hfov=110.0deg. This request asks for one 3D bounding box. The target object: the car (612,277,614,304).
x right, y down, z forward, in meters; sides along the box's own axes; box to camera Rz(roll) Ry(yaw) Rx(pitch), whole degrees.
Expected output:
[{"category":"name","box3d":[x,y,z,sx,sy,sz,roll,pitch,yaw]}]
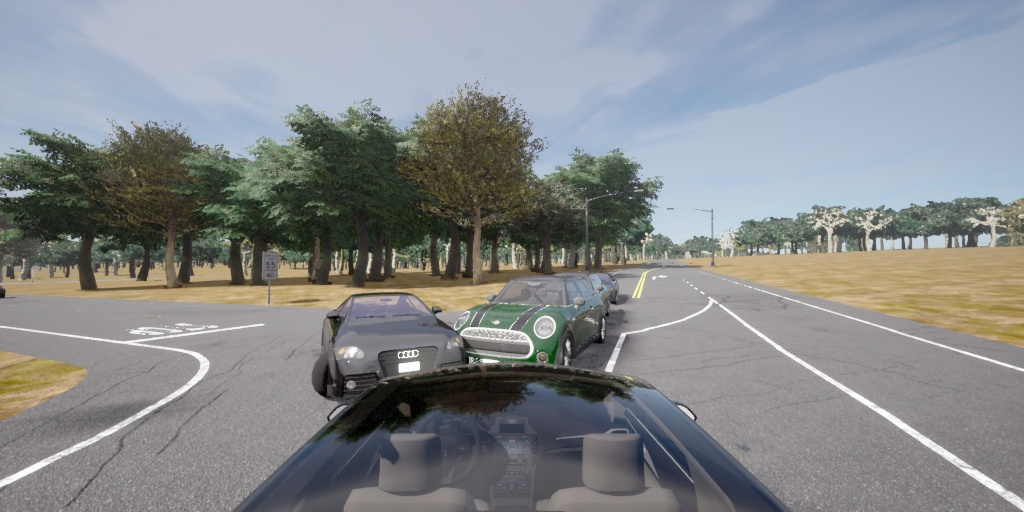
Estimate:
[{"category":"car","box3d":[2.031,1.343,12.103,2.097,1.767,4.553,-1,-1,21]}]

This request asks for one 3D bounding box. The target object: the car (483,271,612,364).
[{"category":"car","box3d":[0.623,1.217,7.791,2.097,1.767,4.553,-1,-2,26]}]

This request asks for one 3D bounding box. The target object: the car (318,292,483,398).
[{"category":"car","box3d":[-2.350,1.375,6.587,1.994,1.385,4.181,1,-2,-29]}]

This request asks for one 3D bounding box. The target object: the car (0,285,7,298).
[{"category":"car","box3d":[-40.845,2.559,27.369,4.181,1.385,1.994,-2,-3,22]}]

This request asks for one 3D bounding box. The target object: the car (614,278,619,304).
[{"category":"car","box3d":[4.228,1.508,17.829,1.994,1.385,4.181,-1,0,19]}]
